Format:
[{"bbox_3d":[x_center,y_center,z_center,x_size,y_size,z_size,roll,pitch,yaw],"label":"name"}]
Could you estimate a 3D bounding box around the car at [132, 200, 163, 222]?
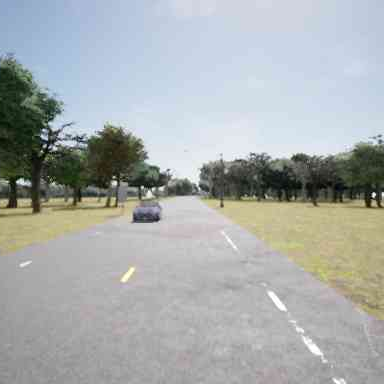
[{"bbox_3d":[-3.588,1.476,27.542,2.097,1.767,4.553,0,0,0],"label":"car"}]
